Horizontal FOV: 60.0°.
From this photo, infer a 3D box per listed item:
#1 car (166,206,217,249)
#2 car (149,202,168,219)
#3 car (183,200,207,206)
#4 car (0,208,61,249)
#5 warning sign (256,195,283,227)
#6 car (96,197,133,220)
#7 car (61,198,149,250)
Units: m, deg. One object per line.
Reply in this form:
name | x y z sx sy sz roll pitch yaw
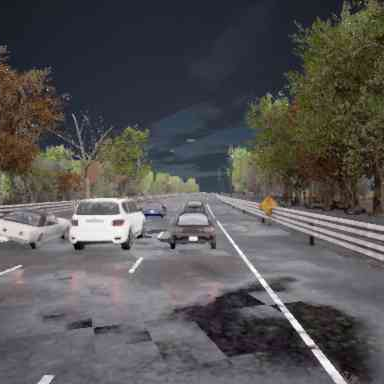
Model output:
car | 0.062 1.534 14.432 1.812 1.442 4.674 0 0 0
car | -3.246 1.568 29.419 1.994 1.385 4.181 0 0 1
car | 0.253 1.510 29.360 1.837 1.490 4.892 0 0 1
car | -6.839 1.448 14.524 1.895 1.301 4.718 12 0 0
warning sign | 4.647 1.113 20.055 1.300 1.860 1.060 -1 -1 1
car | -6.747 1.363 29.450 2.097 1.767 4.553 0 0 1
car | -3.437 1.260 14.494 2.150 2.045 5.566 0 0 0
